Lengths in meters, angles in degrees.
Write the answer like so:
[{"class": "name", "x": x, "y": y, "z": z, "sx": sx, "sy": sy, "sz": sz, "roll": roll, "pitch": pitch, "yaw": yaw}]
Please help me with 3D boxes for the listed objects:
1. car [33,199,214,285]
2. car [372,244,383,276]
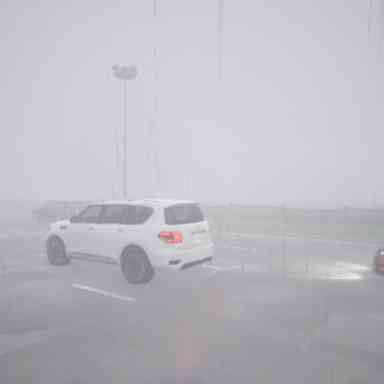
[{"class": "car", "x": -2.022, "y": 1.218, "z": 9.736, "sx": 5.566, "sy": 2.045, "sz": 2.150, "roll": 0, "pitch": 0, "yaw": 36}, {"class": "car", "x": 6.644, "y": 1.563, "z": 7.852, "sx": 4.181, "sy": 1.385, "sz": 1.994, "roll": 0, "pitch": 0, "yaw": 36}]
